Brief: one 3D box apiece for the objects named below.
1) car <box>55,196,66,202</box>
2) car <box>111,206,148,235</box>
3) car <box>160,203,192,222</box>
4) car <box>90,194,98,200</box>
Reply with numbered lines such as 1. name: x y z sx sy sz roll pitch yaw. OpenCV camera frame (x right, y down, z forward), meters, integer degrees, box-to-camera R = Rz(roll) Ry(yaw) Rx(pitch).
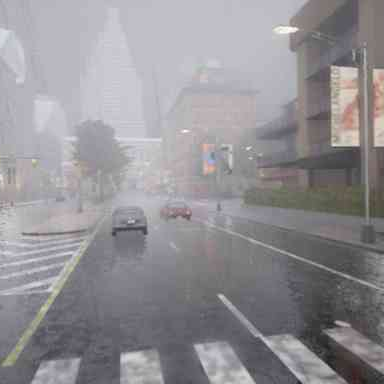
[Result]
1. car: -31.556 1.637 79.973 1.895 1.301 4.718 -1 0 -12
2. car: -3.489 1.486 18.488 2.033 1.411 5.357 -1 0 -12
3. car: -1.330 1.455 25.227 1.895 1.301 4.718 -1 0 -12
4. car: -27.063 1.409 91.422 2.128 1.511 4.902 -1 0 -12
